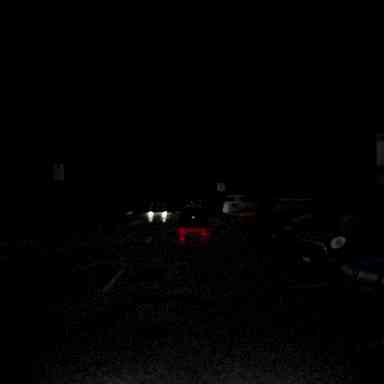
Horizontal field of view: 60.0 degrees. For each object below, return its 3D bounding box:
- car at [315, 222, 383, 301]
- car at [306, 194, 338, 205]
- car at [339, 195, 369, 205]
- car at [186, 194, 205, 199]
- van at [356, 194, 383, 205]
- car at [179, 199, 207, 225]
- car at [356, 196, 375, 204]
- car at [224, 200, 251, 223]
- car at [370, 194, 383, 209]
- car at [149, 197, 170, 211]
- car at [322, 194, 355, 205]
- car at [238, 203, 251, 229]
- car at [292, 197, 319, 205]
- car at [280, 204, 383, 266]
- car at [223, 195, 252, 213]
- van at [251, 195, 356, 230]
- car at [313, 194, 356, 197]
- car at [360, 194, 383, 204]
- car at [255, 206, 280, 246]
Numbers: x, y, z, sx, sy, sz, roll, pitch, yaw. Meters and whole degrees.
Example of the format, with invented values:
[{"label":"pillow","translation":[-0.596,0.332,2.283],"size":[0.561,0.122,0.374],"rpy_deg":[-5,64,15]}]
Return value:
[{"label":"car","translation":[5.364,1.534,7.299],"size":[4.674,1.452,2.002],"rpy_deg":[1,0,-20]},{"label":"car","translation":[23.913,1.349,61.503],"size":[2.435,2.045,5.566],"rpy_deg":[0,-1,-21]},{"label":"car","translation":[29.969,1.478,61.675],"size":[2.185,1.767,4.553],"rpy_deg":[1,-1,-22]},{"label":"car","translation":[0.322,1.287,42.089],"size":[2.150,2.045,5.566],"rpy_deg":[0,0,6]},{"label":"van","translation":[32.949,1.381,61.831],"size":[1.878,1.987,4.442],"rpy_deg":[0,-1,-22]},{"label":"car","translation":[0.071,1.513,24.427],"size":[1.882,1.535,5.008],"rpy_deg":[0,0,0]},{"label":"car","translation":[21.226,1.595,44.473],"size":[2.163,1.488,4.792],"rpy_deg":[0,1,-22]},{"label":"car","translation":[5.180,1.512,22.254],"size":[5.366,1.575,1.946],"rpy_deg":[1,0,-20]},{"label":"car","translation":[27.150,1.318,44.633],"size":[2.435,2.045,5.566],"rpy_deg":[-1,1,-22]},{"label":"car","translation":[-3.887,1.419,40.597],"size":[2.097,1.767,4.553],"rpy_deg":[0,0,2]},{"label":"car","translation":[26.973,1.350,61.544],"size":[2.435,2.045,5.566],"rpy_deg":[1,-1,-22]},{"label":"car","translation":[5.366,1.553,19.313],"size":[4.674,1.452,2.002],"rpy_deg":[1,0,-20]},{"label":"car","translation":[20.890,1.628,61.417],"size":[2.163,1.488,4.792],"rpy_deg":[0,-1,-21]},{"label":"car","translation":[5.399,1.373,10.307],"size":[4.553,1.767,2.185],"rpy_deg":[1,0,-20]},{"label":"car","translation":[5.363,1.277,28.348],"size":[5.566,2.045,2.435],"rpy_deg":[1,0,-20]},{"label":"van","translation":[5.475,1.284,16.356],"size":[4.442,1.987,1.878],"rpy_deg":[1,0,-20]},{"label":"car","translation":[18.311,1.313,44.355],"size":[2.435,2.045,5.566],"rpy_deg":[0,1,-21]},{"label":"car","translation":[24.192,1.316,44.556],"size":[2.435,2.045,5.566],"rpy_deg":[-1,1,-22]},{"label":"car","translation":[5.358,1.503,13.310],"size":[5.008,1.535,2.097],"rpy_deg":[1,0,-20]}]
